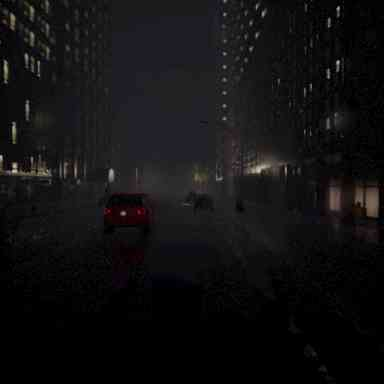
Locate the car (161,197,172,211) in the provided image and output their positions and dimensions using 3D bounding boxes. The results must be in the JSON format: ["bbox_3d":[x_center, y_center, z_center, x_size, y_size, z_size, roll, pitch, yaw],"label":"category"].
[{"bbox_3d":[-3.137,1.217,34.724,1.895,1.301,4.718,0,1,0],"label":"car"}]

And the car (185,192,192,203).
[{"bbox_3d":[0.019,0.919,52.522,1.837,1.490,4.892,0,1,0],"label":"car"}]

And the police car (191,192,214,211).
[{"bbox_3d":[1.148,1.047,34.184,1.930,1.638,5.238,0,1,0],"label":"police car"}]

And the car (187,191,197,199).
[{"bbox_3d":[0.020,0.653,67.000,1.882,1.535,5.008,0,1,0],"label":"car"}]

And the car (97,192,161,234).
[{"bbox_3d":[-3.147,1.027,17.922,2.150,2.045,5.566,0,1,0],"label":"car"}]

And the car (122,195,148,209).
[{"bbox_3d":[-6.570,1.116,38.862,2.033,1.411,5.357,0,1,0],"label":"car"}]
